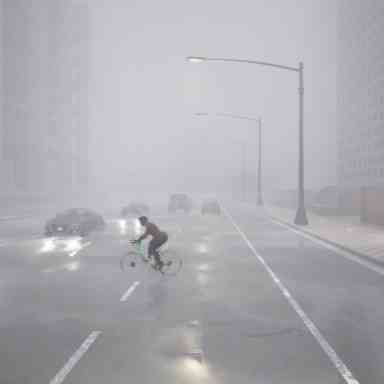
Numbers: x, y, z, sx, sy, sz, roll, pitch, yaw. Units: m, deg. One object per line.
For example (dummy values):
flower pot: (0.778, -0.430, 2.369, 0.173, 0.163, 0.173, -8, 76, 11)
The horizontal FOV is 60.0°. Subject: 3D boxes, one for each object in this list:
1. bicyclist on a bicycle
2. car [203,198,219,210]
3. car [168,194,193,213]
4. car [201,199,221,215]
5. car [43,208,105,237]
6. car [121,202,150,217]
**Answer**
bicyclist on a bicycle: (-1.109, 1.455, 8.842, 1.656, 1.620, 0.582, -2, 0, 3)
car: (2.541, 1.564, 44.721, 1.994, 1.385, 4.181, 0, 0, 3)
car: (-1.388, 1.221, 37.692, 2.150, 2.045, 5.566, 0, 0, 3)
car: (1.945, 1.492, 34.130, 2.128, 1.511, 4.902, 0, 0, 3)
car: (-6.158, 1.564, 17.786, 1.994, 1.385, 4.181, 0, 0, 4)
car: (-5.355, 1.601, 31.785, 1.895, 1.301, 4.718, 0, 0, 4)
